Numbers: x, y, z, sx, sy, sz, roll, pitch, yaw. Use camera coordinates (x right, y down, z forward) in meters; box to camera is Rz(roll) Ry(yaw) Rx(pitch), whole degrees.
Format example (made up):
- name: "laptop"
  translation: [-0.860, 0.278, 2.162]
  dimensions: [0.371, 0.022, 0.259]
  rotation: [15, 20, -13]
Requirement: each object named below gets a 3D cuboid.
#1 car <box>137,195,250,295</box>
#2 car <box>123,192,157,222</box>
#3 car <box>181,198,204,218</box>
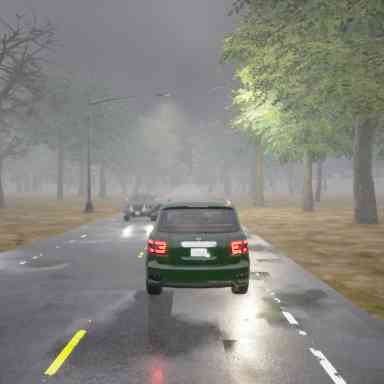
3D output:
- name: "car"
  translation: [0.091, 1.188, 8.806]
  dimensions: [2.150, 2.045, 5.566]
  rotation: [0, 0, -1]
- name: "car"
  translation: [-3.651, 1.051, 25.022]
  dimensions: [2.150, 2.045, 5.566]
  rotation: [0, 0, 0]
- name: "car"
  translation: [0.032, 1.327, 28.287]
  dimensions: [1.812, 1.442, 4.674]
  rotation: [0, 0, 0]
